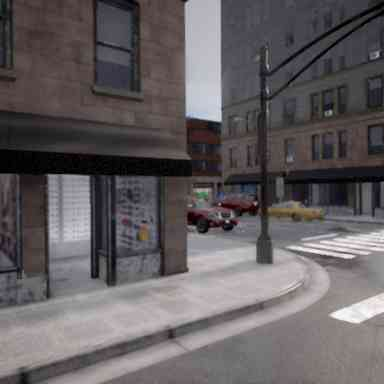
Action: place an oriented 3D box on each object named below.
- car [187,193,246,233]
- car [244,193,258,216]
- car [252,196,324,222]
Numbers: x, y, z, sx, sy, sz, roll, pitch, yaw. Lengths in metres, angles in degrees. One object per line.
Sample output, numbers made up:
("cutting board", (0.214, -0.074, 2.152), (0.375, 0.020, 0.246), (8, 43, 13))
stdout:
("car", (0.279, 1.126, 18.343), (2.192, 1.841, 5.009), (-1, 0, -36))
("car", (3.512, 1.036, 27.621), (2.192, 1.841, 5.009), (-1, 0, -36))
("car", (6.716, 1.252, 23.140), (1.752, 1.417, 4.829), (-1, 0, -36))
